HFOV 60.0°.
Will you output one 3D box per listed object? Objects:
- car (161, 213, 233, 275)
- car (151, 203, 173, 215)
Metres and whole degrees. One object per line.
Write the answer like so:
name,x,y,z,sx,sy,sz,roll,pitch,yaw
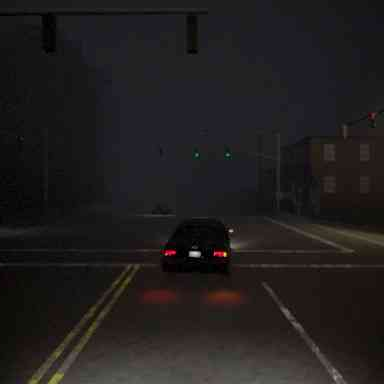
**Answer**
car,0.315,1.554,10.538,2.033,1.411,5.357,0,0,6
car,-3.586,2.007,38.643,1.812,1.442,4.674,0,-4,0
